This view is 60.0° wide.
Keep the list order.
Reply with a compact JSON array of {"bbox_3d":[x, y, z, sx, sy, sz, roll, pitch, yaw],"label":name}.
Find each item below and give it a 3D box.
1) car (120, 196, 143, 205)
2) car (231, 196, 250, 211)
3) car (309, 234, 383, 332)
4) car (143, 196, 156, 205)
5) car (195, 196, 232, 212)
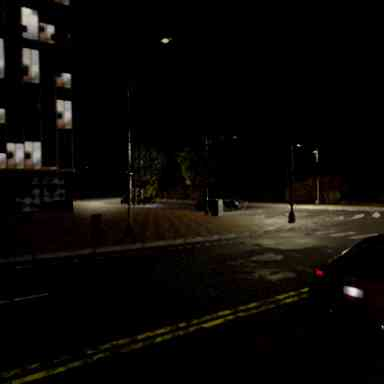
[{"bbox_3d":[-11.017,1.496,58.391,2.128,1.511,4.902,-1,1,-32],"label":"car"},{"bbox_3d":[4.785,1.278,39.848,2.097,1.767,4.553,-1,1,-33],"label":"car"},{"bbox_3d":[4.171,1.531,6.405,4.181,1.385,1.994,0,0,-35],"label":"car"},{"bbox_3d":[-8.367,1.487,60.296,2.033,1.411,5.357,-1,1,-32],"label":"car"},{"bbox_3d":[2.106,1.516,38.012,1.812,1.442,4.674,-1,1,-33],"label":"car"}]
